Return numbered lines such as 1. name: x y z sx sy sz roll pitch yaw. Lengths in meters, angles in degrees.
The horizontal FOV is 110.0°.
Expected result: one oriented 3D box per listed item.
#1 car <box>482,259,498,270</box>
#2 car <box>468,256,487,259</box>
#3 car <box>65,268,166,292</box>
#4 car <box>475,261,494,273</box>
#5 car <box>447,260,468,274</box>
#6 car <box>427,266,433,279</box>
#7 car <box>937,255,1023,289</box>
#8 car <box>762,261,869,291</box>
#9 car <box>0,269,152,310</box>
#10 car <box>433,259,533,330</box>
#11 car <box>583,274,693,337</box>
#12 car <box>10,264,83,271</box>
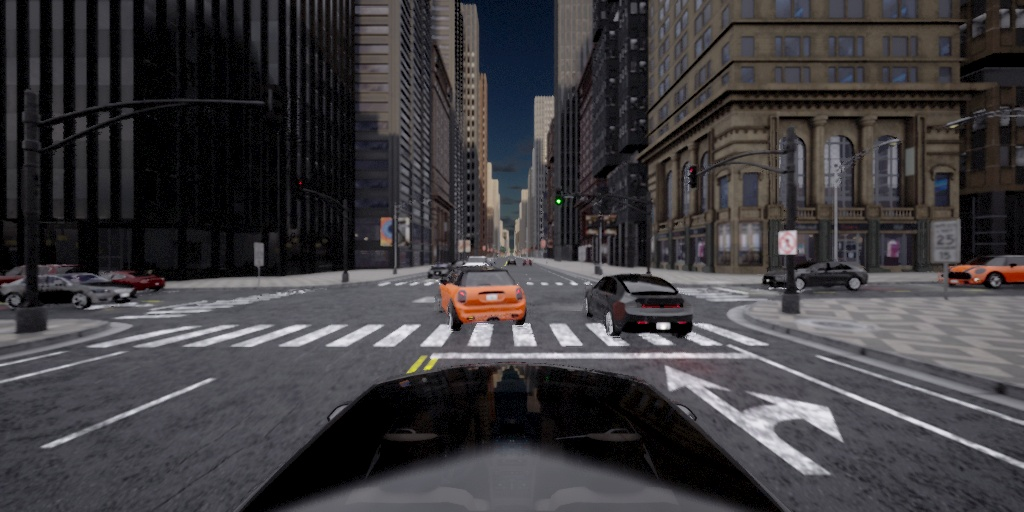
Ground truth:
1. car: -3.334 1.307 54.885 2.128 1.511 4.902 0 0 0
2. car: -3.361 1.018 34.647 2.150 2.045 5.566 0 0 0
3. car: -23.979 1.618 22.004 4.507 1.381 1.888 0 0 0
4. car: -3.349 1.371 44.618 1.994 1.385 4.181 0 0 1
5. car: -6.608 1.311 43.949 1.837 1.490 4.892 0 0 0
6. car: -6.611 1.360 33.810 1.994 1.385 4.181 0 0 0
7. car: 26.009 0.755 19.276 4.553 1.767 2.097 -1 0 0
8. car: 16.182 1.039 19.292 4.892 1.490 1.837 -1 0 0
9. car: -19.788 1.521 16.107 4.902 1.511 2.128 -1 0 1
10. car: -1.168 1.112 11.535 2.097 1.767 4.553 -1 0 -17
11. car: 3.324 1.259 10.278 1.837 1.490 4.892 0 1 0
12. car: -29.067 1.457 22.019 5.009 1.841 2.192 0 0 0
